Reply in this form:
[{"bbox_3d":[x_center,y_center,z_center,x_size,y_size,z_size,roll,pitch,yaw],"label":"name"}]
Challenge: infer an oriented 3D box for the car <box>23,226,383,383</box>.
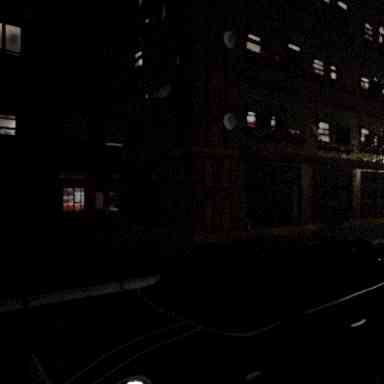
[{"bbox_3d":[0.626,1.356,3.779,4.553,1.767,2.097,0,0,-36],"label":"car"}]
